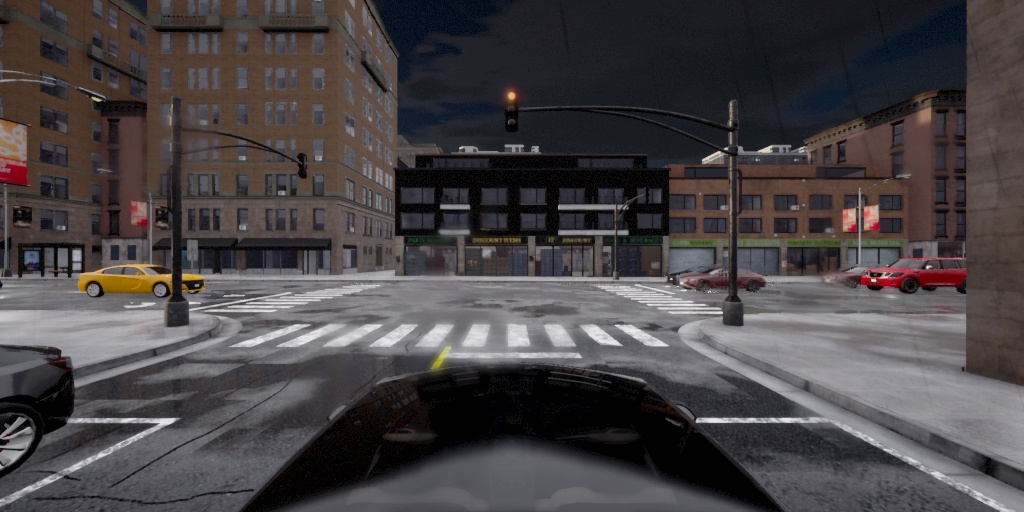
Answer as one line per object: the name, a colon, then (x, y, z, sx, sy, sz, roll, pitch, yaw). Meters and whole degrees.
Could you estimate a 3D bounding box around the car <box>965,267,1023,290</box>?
car: (34.112, 1.498, 24.352, 4.181, 1.385, 1.994, 0, 0, 0)

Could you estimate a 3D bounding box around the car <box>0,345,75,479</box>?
car: (-5.387, 1.316, 1.910, 1.948, 1.339, 4.313, 0, 0, 0)

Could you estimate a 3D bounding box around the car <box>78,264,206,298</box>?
car: (-17.787, 1.149, 17.396, 5.008, 1.535, 1.882, 0, 0, 0)

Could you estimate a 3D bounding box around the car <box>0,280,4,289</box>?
car: (-27.853, 1.150, 17.346, 4.674, 1.442, 1.812, 0, 0, 0)

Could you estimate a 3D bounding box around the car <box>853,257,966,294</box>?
car: (24.001, 1.102, 21.043, 5.566, 2.045, 2.150, 0, 0, 0)

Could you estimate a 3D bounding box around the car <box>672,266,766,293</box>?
car: (12.231, 1.344, 20.950, 4.674, 1.442, 1.812, 1, 0, -1)

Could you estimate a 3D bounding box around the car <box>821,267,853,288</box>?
car: (23.735, 1.404, 24.296, 4.674, 1.442, 1.812, 0, 0, 0)

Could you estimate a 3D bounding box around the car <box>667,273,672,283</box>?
car: (12.788, 1.386, 24.249, 4.181, 1.385, 1.994, 0, 0, 0)
